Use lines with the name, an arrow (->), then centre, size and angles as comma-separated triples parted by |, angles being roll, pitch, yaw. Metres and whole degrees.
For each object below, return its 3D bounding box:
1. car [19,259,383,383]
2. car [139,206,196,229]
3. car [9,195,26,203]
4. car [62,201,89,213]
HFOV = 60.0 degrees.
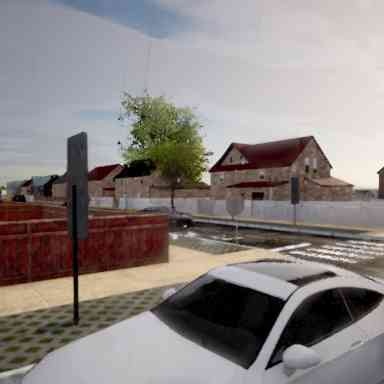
car -> 0.716, 1.528, 3.458 | 4.674, 1.442, 1.812 | 0, 0, -35
car -> -1.999, 1.654, 21.790 | 2.033, 1.411, 5.357 | -1, 0, -37
car -> -40.607, 1.640, 78.129 | 2.150, 2.045, 5.566 | -1, 0, -37
car -> -12.807, 1.705, 36.254 | 1.837, 1.490, 4.892 | -1, 0, -37
